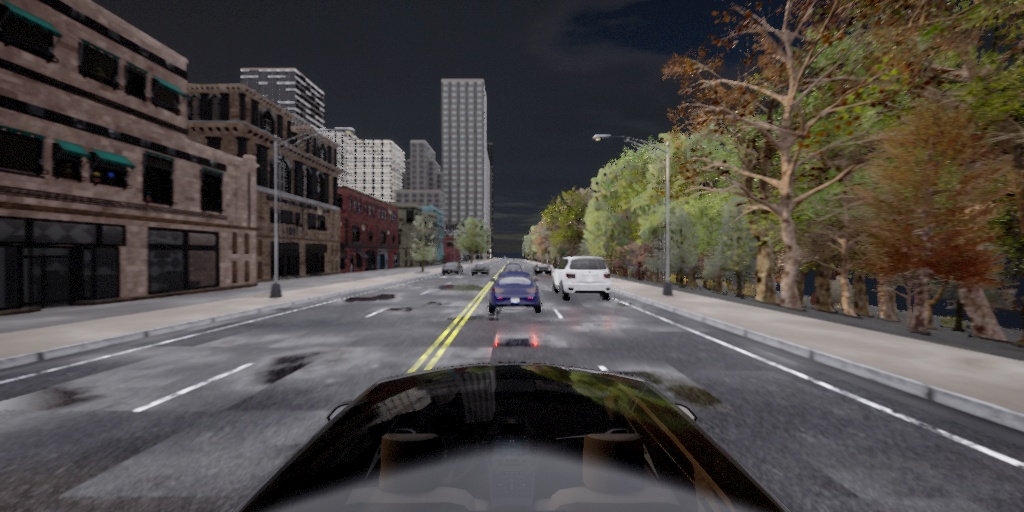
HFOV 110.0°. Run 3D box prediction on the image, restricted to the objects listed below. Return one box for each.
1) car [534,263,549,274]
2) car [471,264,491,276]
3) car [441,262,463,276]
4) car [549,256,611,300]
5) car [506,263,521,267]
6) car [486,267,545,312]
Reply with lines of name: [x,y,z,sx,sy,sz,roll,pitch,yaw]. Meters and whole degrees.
car: [3.361,1.488,40.390,1.895,1.301,4.718,0,0,0]
car: [-3.329,1.483,38.762,1.895,1.301,4.718,0,0,0]
car: [-6.574,1.393,39.927,1.837,1.490,4.892,0,0,0]
car: [3.355,1.032,18.088,2.150,2.045,5.566,0,0,0]
car: [0.110,1.417,35.111,2.033,1.411,5.357,0,0,0]
car: [0.105,1.322,14.335,1.812,1.442,4.674,0,0,0]
